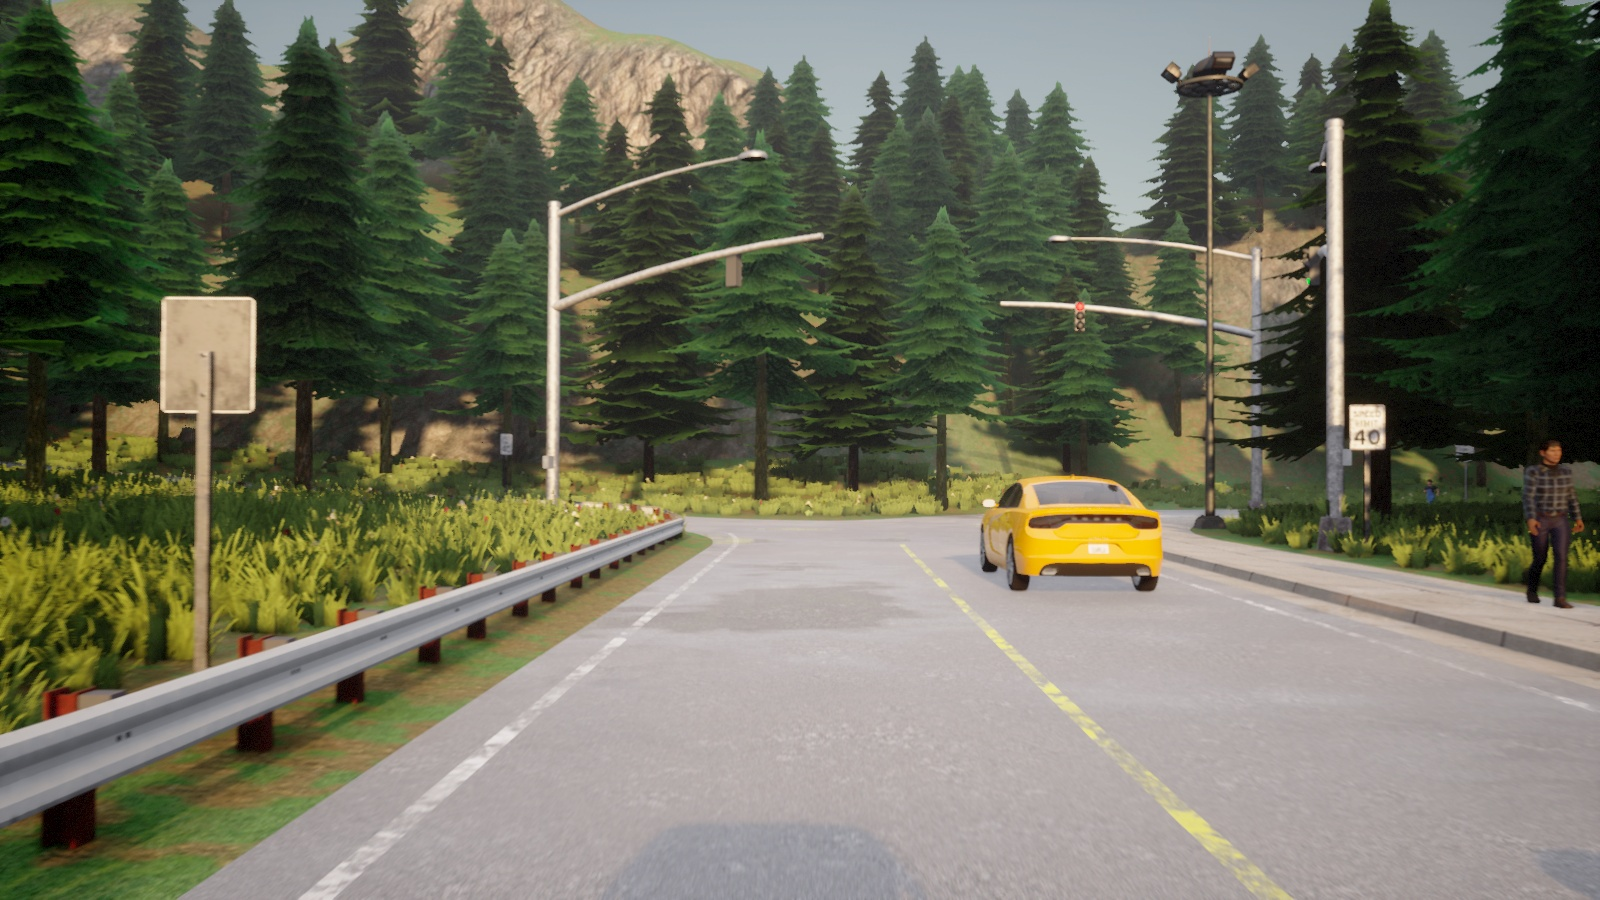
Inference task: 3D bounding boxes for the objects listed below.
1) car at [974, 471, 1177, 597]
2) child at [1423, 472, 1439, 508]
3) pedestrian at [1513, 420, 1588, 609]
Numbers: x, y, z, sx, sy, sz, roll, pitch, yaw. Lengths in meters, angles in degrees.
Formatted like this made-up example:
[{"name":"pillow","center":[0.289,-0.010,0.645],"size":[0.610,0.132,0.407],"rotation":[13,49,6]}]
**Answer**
[{"name":"car","center":[3.740,1.079,17.979],"size":[1.882,1.535,5.008],"rotation":[0,-1,1]},{"name":"child","center":[22.490,1.419,44.764],"size":[0.437,1.263,0.270],"rotation":[0,-1,-22]},{"name":"pedestrian","center":[7.991,0.670,13.388],"size":[0.423,1.949,0.788],"rotation":[0,-1,11]}]
